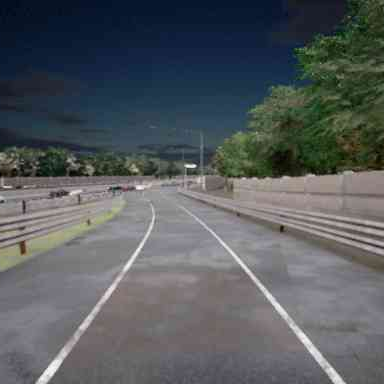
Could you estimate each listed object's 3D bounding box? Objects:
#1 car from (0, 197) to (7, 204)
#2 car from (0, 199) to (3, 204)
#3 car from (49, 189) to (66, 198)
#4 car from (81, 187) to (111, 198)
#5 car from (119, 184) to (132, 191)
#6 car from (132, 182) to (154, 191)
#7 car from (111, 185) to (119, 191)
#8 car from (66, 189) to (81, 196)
[{"bbox_3d":[-24.558,0.991,39.190,2.150,2.045,5.566,0,3,12],"label":"car"},{"bbox_3d":[-22.241,1.624,33.443,2.033,1.411,5.357,0,3,12],"label":"car"},{"bbox_3d":[-23.602,0.188,59.807,1.837,1.490,4.892,0,3,12],"label":"car"},{"bbox_3d":[-16.764,0.217,58.307,2.128,1.511,4.902,0,3,12],"label":"car"},{"bbox_3d":[-15.259,-1.133,81.403,2.097,1.767,4.553,0,3,12],"label":"car"},{"bbox_3d":[-11.826,-1.248,80.715,2.150,2.045,5.566,0,3,12],"label":"car"},{"bbox_3d":[-18.667,-1.032,82.205,1.882,1.535,5.008,0,3,12],"label":"car"},{"bbox_3d":[-20.001,0.189,59.879,1.812,1.442,4.674,0,3,12],"label":"car"}]
